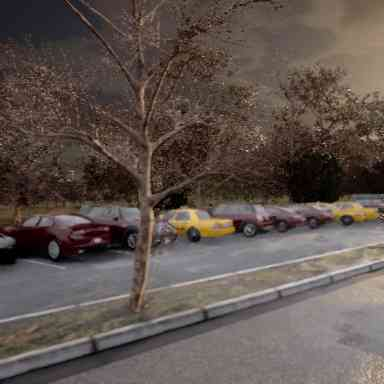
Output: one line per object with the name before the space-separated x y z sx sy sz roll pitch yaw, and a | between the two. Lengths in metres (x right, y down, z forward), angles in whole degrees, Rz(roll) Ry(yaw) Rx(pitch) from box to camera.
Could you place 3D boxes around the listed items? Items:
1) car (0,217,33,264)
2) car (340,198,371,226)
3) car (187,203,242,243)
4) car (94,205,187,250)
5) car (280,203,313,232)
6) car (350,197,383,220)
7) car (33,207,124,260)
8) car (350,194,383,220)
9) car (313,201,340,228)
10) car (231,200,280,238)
car | -7.555 1.538 10.710 4.792 1.488 2.163 -1 -1 34
car | 9.132 1.421 23.100 5.366 1.575 1.946 -1 -1 32
car | -0.581 1.473 16.083 5.366 1.575 1.946 -1 0 33
car | -2.825 1.360 14.238 4.553 1.767 2.185 -1 -1 34
car | 4.299 1.490 19.556 4.674 1.452 2.002 -1 0 33
car | 11.138 1.415 25.127 5.366 1.575 1.946 -1 0 32
car | -5.184 1.496 12.457 5.008 1.535 2.097 -1 0 34
car | 13.635 1.278 26.863 4.553 1.767 2.185 -1 0 31
car | 6.641 1.479 21.367 4.674 1.452 2.002 -1 0 32
car | 1.965 1.336 17.747 4.553 1.767 2.185 -1 0 33
